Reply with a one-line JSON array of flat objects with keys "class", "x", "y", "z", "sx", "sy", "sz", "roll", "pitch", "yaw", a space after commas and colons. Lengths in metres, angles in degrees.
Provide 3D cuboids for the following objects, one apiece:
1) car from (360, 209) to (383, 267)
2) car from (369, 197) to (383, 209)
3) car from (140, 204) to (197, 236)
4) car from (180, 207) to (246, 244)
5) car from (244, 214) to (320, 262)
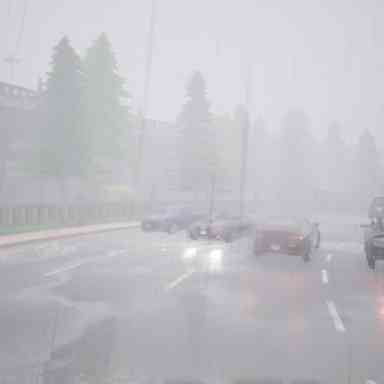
[{"class": "car", "x": 6.808, "y": 1.559, "z": 11.072, "sx": 2.128, "sy": 1.511, "sz": 4.902, "roll": 0, "pitch": 0, "yaw": 26}, {"class": "car", "x": 15.430, "y": 1.376, "z": 24.569, "sx": 5.566, "sy": 2.045, "sz": 2.150, "roll": 1, "pitch": 0, "yaw": -29}, {"class": "car", "x": -0.802, "y": 1.462, "z": 18.815, "sx": 1.882, "sy": 1.535, "sz": 5.008, "roll": 0, "pitch": 0, "yaw": 34}, {"class": "car", "x": 1.544, "y": 1.575, "z": 16.034, "sx": 1.994, "sy": 1.385, "sz": 4.181, "roll": 1, "pitch": 0, "yaw": 33}, {"class": "car", "x": 3.631, "y": 1.560, "z": 12.429, "sx": 1.812, "sy": 1.442, "sz": 4.674, "roll": 0, "pitch": 0, "yaw": 26}]
